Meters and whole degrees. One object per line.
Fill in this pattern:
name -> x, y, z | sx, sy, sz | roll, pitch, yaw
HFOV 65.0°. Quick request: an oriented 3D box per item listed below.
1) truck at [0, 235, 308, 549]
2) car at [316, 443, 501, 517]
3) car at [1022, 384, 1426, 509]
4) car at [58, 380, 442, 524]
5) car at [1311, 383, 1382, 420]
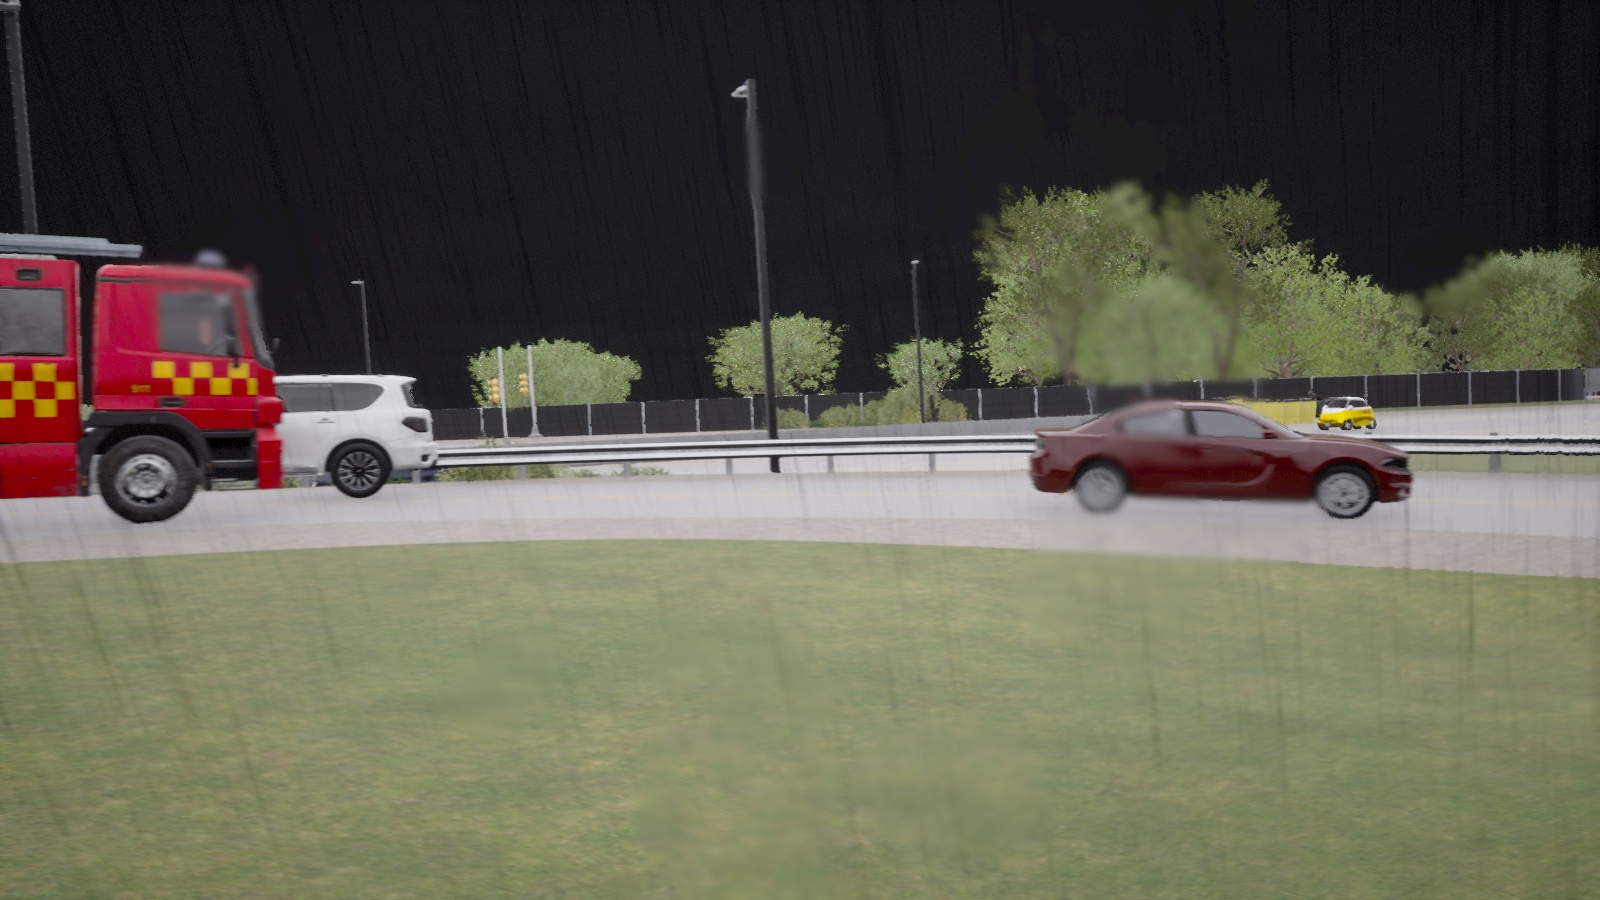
truck -> -11.144, -0.686, 16.185 | 8.468, 3.827, 2.891 | -3, 2, -30
car -> -9.757, 0.705, 31.292 | 4.193, 1.474, 1.816 | -4, 2, -22
car -> 5.738, -0.062, 17.381 | 5.008, 1.535, 1.882 | -1, 4, 18
car -> -8.967, -0.028, 21.079 | 5.566, 2.045, 2.150 | -3, 2, -17
car -> 22.460, -1.977, 51.621 | 2.207, 1.376, 1.481 | -4, 2, -22
